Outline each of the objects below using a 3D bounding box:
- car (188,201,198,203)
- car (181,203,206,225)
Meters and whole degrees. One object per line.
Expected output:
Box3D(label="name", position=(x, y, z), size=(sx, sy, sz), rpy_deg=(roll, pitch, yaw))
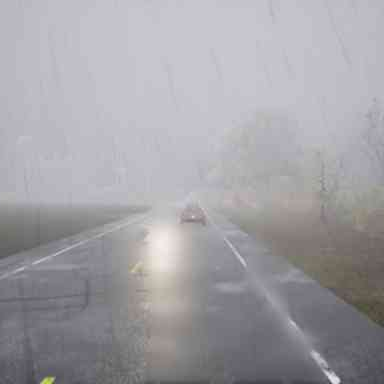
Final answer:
Box3D(label="car", position=(0.095, 2.062, 48.189), size=(2.128, 1.511, 4.902), rpy_deg=(0, -1, 0))
Box3D(label="car", position=(0.095, 1.890, 27.273), size=(1.994, 1.385, 4.181), rpy_deg=(0, -1, 0))
